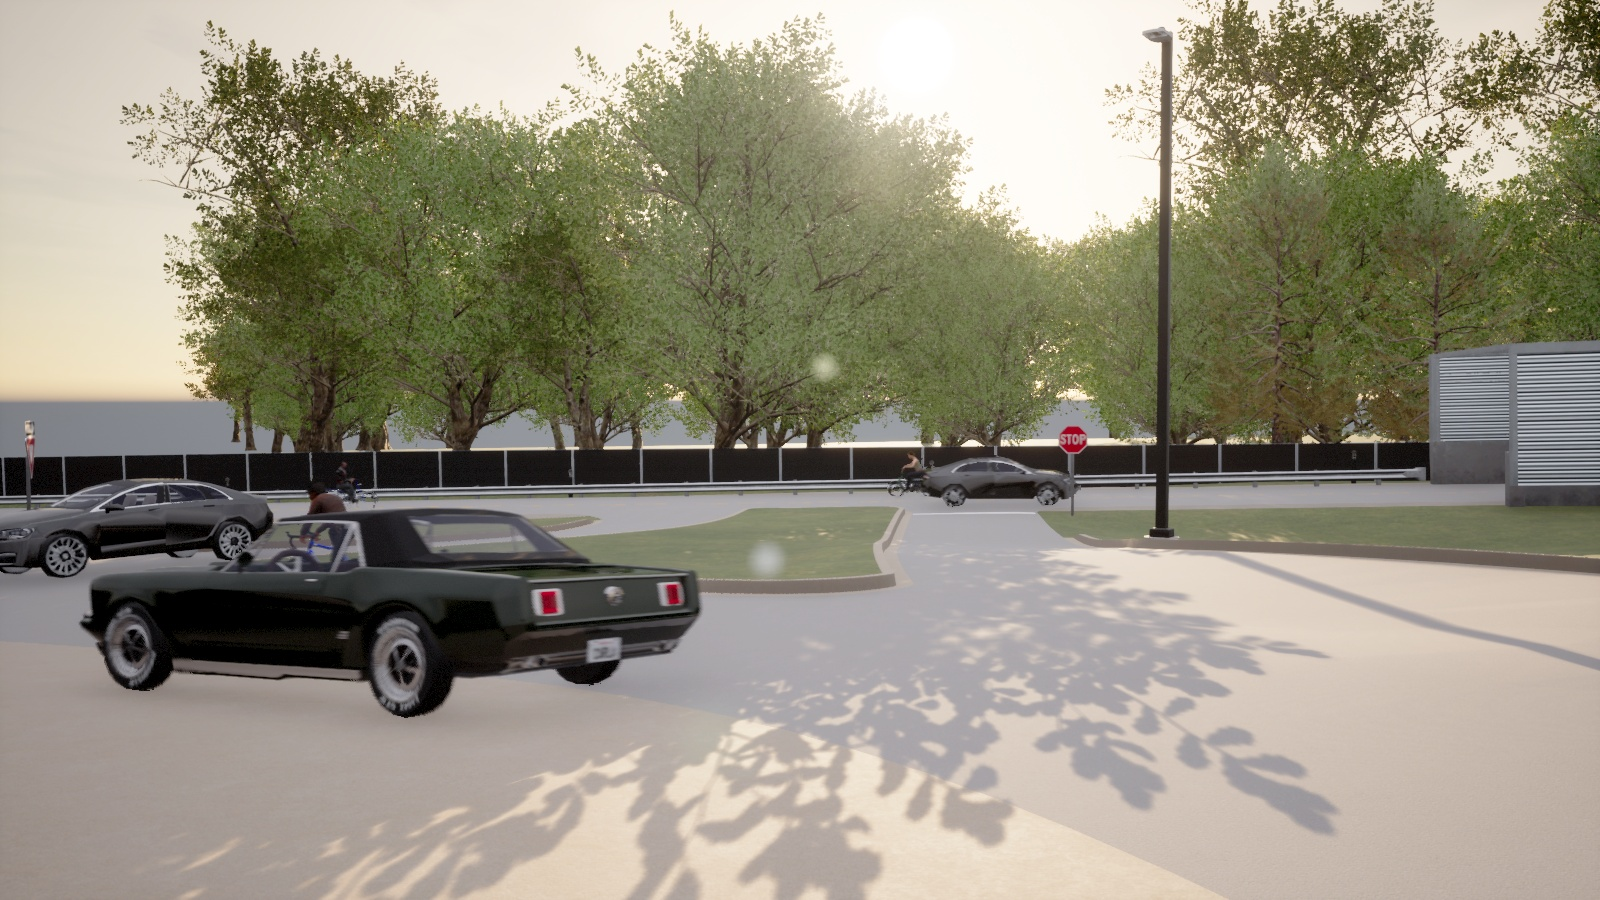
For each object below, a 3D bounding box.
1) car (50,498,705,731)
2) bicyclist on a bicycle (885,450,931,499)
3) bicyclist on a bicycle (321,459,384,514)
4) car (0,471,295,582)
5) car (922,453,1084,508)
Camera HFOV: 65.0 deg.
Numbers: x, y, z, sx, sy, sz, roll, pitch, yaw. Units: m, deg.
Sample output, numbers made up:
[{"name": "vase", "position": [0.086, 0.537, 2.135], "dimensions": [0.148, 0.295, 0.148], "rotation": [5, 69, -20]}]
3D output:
[{"name": "car", "position": [-3.167, 1.095, 9.111], "dimensions": [4.718, 1.301, 1.895], "rotation": [-3, -5, 31]}, {"name": "bicyclist on a bicycle", "position": [3.750, 0.859, 43.552], "dimensions": [1.509, 1.612, 0.866], "rotation": [-1, 2, 7]}, {"name": "bicyclist on a bicycle", "position": [-15.137, 1.240, 42.505], "dimensions": [1.843, 1.776, 0.659], "rotation": [-1, 2, 8]}, {"name": "car", "position": [-11.501, 1.206, 21.517], "dimensions": [2.128, 1.511, 4.902], "rotation": [-1, 0, 34]}, {"name": "car", "position": [6.370, 0.957, 39.685], "dimensions": [4.902, 1.511, 2.128], "rotation": [-1, 2, 8]}]
